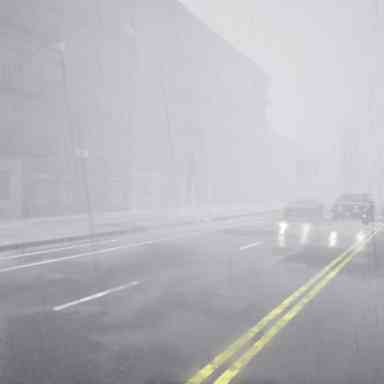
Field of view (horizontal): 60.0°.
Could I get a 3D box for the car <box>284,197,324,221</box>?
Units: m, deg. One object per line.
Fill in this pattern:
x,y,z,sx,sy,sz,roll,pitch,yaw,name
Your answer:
8.329,1.176,24.546,1.882,1.535,5.008,2,1,34,car

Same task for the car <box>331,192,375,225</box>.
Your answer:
11.351,1.033,23.198,2.150,2.045,5.566,2,1,34,car
